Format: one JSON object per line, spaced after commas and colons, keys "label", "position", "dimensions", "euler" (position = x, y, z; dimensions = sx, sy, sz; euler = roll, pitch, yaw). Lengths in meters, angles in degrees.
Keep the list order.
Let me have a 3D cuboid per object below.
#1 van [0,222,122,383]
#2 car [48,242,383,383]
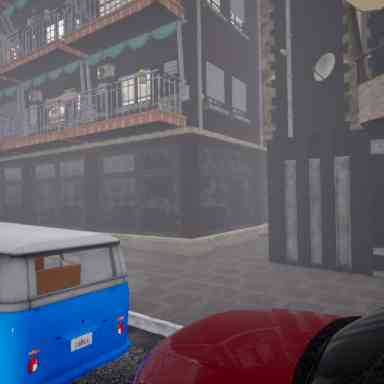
{"label": "van", "position": [-2.671, 1.343, 4.581], "dimensions": [3.998, 1.788, 1.690], "euler": [0, -1, 35]}
{"label": "car", "position": [1.850, 1.315, 1.395], "dimensions": [5.009, 1.841, 2.192], "euler": [0, -1, 35]}
